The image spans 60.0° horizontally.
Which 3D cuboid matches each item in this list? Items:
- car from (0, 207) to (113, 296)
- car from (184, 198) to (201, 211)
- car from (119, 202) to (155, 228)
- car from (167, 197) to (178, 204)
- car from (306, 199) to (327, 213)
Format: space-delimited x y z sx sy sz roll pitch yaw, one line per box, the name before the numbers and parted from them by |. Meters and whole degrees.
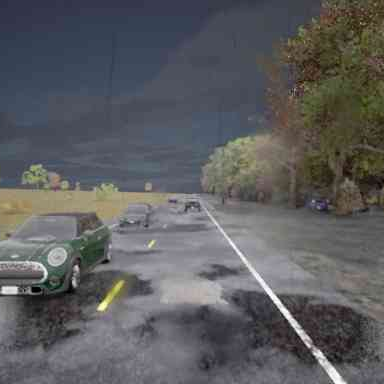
car | -3.603 1.357 8.841 2.097 1.767 4.553 0 0 0
car | 0.073 1.522 40.752 1.837 1.490 4.892 0 0 0
car | -3.606 1.510 22.487 1.837 1.490 4.892 0 2 0
car | -3.561 1.619 61.682 1.895 1.301 4.718 0 0 1
car | 13.671 1.464 36.572 1.812 1.442 4.674 0 0 14
